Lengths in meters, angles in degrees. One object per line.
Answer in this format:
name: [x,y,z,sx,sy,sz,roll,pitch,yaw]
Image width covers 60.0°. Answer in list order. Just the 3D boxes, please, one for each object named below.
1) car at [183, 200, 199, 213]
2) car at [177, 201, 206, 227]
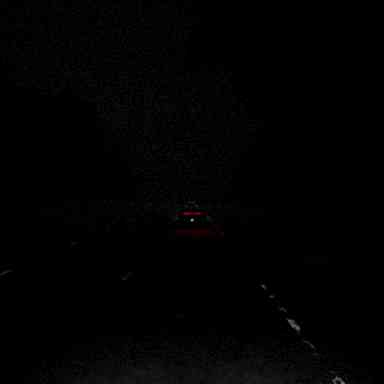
car: [-0.197,1.773,40.798,1.812,1.442,4.674,0,-1,-1]
car: [-0.004,1.600,23.582,2.128,1.511,4.902,0,0,0]
